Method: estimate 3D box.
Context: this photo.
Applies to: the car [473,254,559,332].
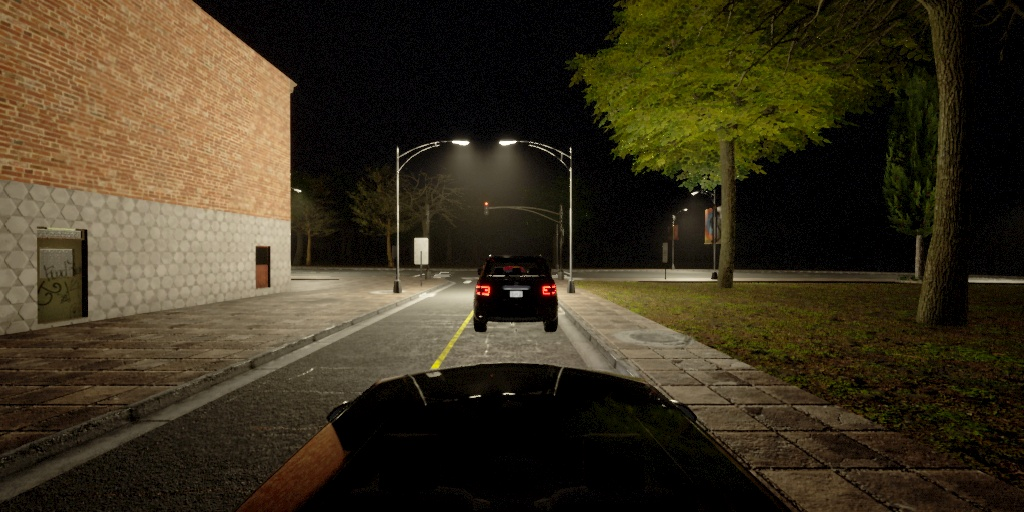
[{"bbox_3d":[0.088,0.980,11.002,2.150,2.045,5.566,0,0,0],"label":"car"}]
